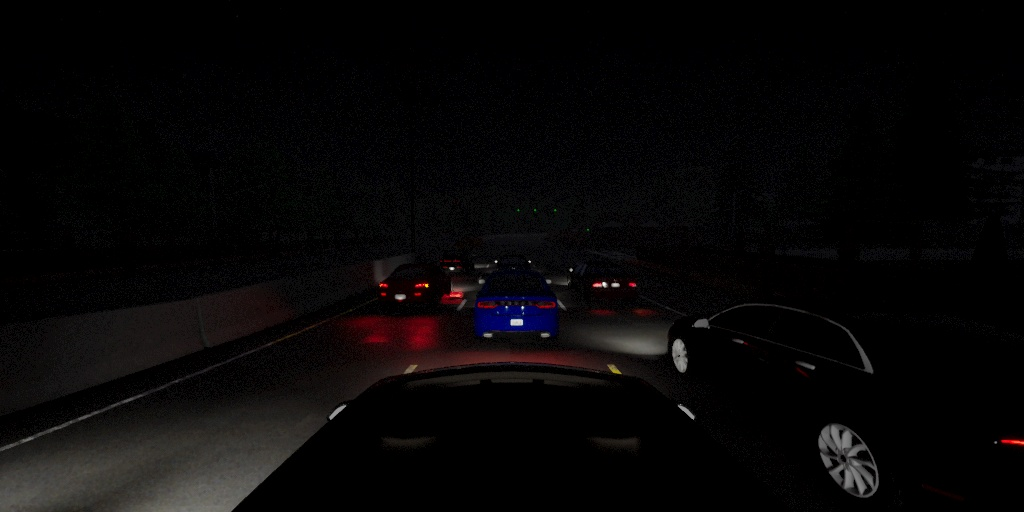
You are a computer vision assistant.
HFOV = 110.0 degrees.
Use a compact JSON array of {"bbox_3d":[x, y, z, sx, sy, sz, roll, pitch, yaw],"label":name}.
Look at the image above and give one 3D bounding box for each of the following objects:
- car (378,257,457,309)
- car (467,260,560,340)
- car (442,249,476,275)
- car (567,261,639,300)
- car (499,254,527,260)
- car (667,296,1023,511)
[{"bbox_3d":[-3.424,0.969,13.250,1.812,1.442,4.674,0,3,0],"label":"car"},{"bbox_3d":[0.089,1.078,9.587,1.882,1.535,5.008,0,2,0],"label":"car"},{"bbox_3d":[-3.461,0.302,23.002,1.837,1.490,4.892,0,4,0],"label":"car"},{"bbox_3d":[3.573,0.897,14.935,2.033,1.411,5.357,0,3,0],"label":"car"},{"bbox_3d":[0.056,0.606,19.299,2.033,1.411,5.357,0,4,0],"label":"car"},{"bbox_3d":[3.599,1.235,4.291,1.837,1.490,4.892,0,0,0],"label":"car"}]
